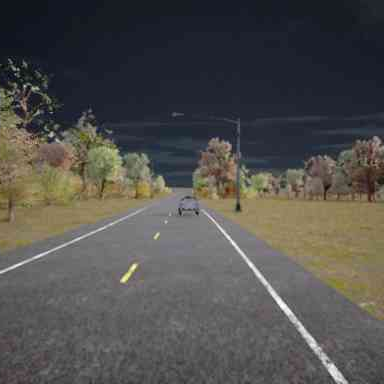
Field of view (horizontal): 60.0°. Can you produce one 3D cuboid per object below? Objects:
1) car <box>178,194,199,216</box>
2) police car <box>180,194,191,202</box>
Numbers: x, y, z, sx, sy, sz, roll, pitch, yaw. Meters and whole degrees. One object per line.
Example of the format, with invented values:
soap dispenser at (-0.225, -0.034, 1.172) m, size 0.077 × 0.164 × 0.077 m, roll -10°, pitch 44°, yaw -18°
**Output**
car at (-0.324, 1.205, 31.507) m, size 2.033 × 1.649 × 4.856 m, roll 0°, pitch 0°, yaw -2°
police car at (-1.288, 1.122, 63.622) m, size 2.038 × 1.542 × 4.974 m, roll 0°, pitch 0°, yaw -2°
